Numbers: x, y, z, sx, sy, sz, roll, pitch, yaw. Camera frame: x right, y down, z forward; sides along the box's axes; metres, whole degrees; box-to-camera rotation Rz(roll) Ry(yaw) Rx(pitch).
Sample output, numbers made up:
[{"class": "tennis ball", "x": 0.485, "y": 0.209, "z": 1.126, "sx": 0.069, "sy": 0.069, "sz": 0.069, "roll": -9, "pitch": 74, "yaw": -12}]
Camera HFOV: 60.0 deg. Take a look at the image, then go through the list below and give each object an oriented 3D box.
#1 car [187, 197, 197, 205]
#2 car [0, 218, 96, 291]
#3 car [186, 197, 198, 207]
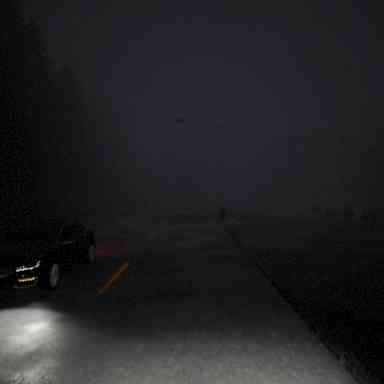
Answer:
[{"class": "car", "x": 0.013, "y": 1.706, "z": 66.171, "sx": 2.033, "sy": 1.411, "sz": 5.357, "roll": 0, "pitch": 0, "yaw": 0}, {"class": "car", "x": -4.079, "y": 1.526, "z": 9.180, "sx": 1.837, "sy": 1.490, "sz": 4.892, "roll": 0, "pitch": 0, "yaw": 0}, {"class": "car", "x": 0.011, "y": 1.622, "z": 55.751, "sx": 2.128, "sy": 1.511, "sz": 4.902, "roll": 0, "pitch": 0, "yaw": 0}]
